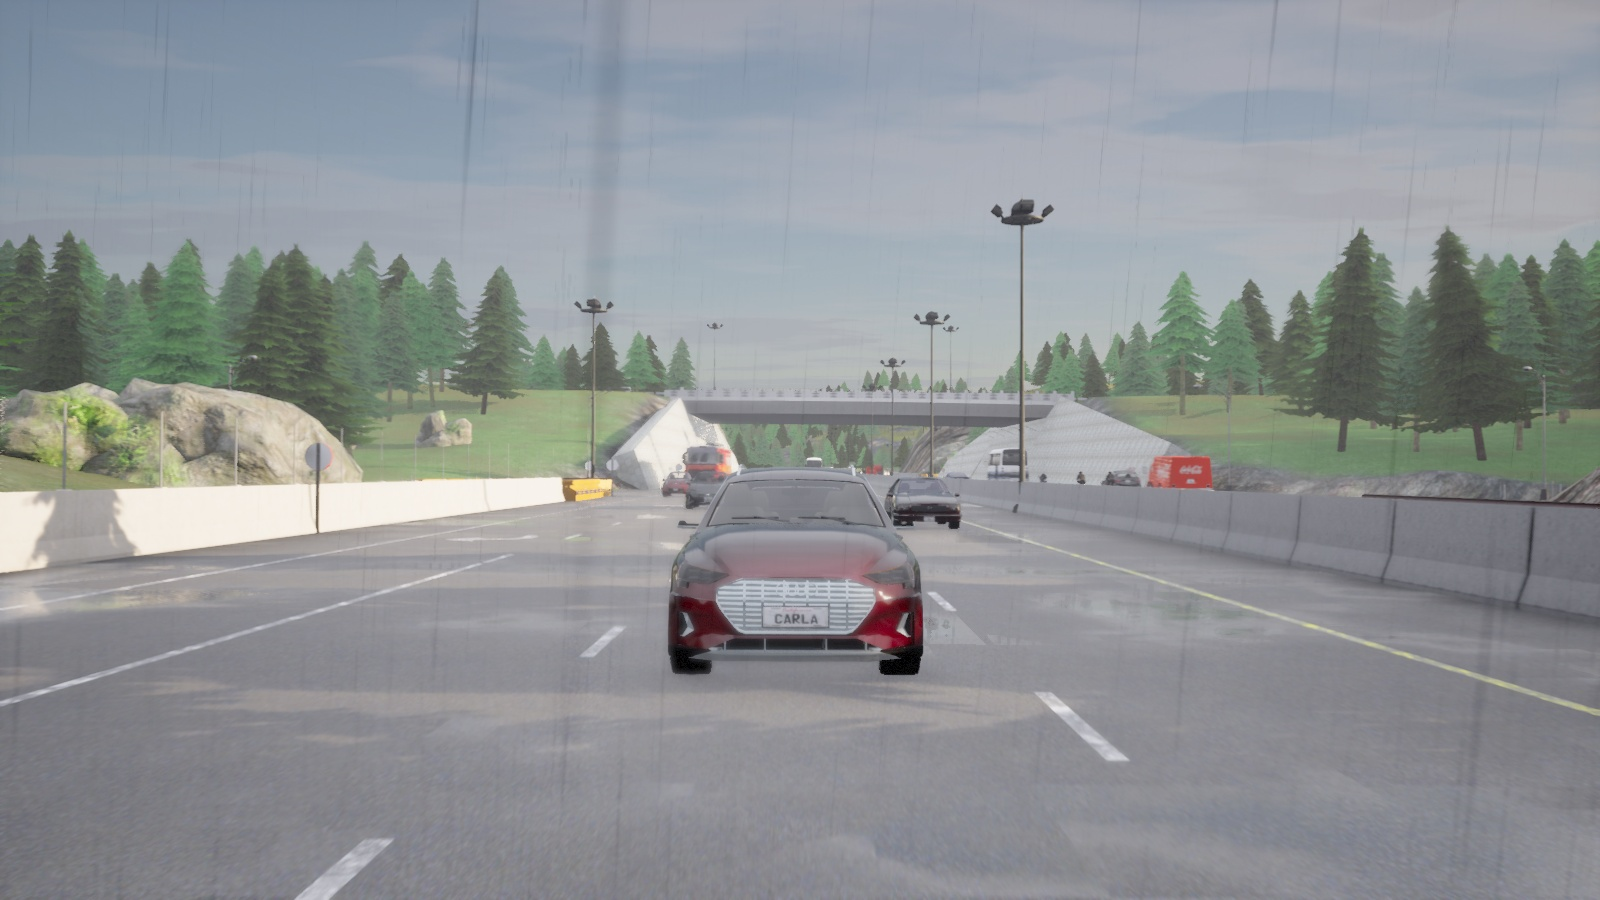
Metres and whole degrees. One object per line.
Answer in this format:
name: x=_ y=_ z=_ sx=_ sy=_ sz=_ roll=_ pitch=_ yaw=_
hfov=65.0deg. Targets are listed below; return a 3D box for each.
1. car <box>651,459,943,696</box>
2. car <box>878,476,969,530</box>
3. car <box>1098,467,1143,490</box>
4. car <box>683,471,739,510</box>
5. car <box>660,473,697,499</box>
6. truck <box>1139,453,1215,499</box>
car: x=-0.028 y=0.933 z=11.216 sx=2.033 sy=1.649 sz=4.856 roll=0 pitch=-1 yaw=0
car: x=3.414 y=1.445 z=35.642 sx=2.033 sy=1.411 sz=5.357 roll=0 pitch=-1 yaw=0
car: x=24.268 y=2.157 z=95.275 sx=2.242 sy=1.667 sz=4.611 roll=0 pitch=-1 yaw=0
car: x=-3.626 y=1.641 z=51.716 sx=2.007 sy=1.525 sz=4.514 roll=0 pitch=-1 yaw=0
car: x=-7.180 y=2.101 z=74.288 sx=1.845 sy=1.501 sz=3.633 roll=0 pitch=-1 yaw=0
truck: x=20.827 y=1.414 z=69.580 sx=2.627 sy=2.467 sz=5.204 roll=0 pitch=-1 yaw=0
